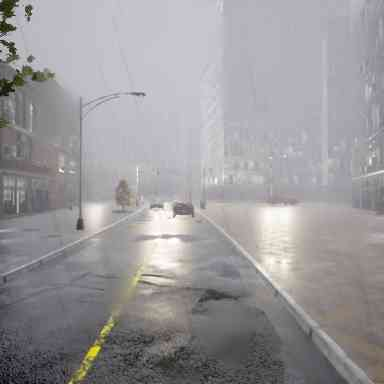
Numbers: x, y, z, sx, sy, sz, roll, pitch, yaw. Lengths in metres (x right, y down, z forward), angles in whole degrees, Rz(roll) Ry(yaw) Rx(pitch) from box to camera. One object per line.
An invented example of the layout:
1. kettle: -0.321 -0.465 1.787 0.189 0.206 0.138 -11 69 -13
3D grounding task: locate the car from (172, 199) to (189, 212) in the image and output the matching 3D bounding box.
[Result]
1. car: -1.504 1.607 40.661 1.895 1.301 4.718 0 0 -4

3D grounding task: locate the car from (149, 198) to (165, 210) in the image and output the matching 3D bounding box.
1. car: -4.601 1.549 43.859 2.033 1.411 5.357 0 0 -5

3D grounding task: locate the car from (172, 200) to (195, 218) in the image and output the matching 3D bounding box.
1. car: -0.820 1.482 30.786 1.882 1.535 5.008 0 0 -3

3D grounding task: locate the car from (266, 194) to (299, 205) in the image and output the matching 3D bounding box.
1. car: 13.940 1.201 51.523 5.009 1.841 2.192 0 -1 15
